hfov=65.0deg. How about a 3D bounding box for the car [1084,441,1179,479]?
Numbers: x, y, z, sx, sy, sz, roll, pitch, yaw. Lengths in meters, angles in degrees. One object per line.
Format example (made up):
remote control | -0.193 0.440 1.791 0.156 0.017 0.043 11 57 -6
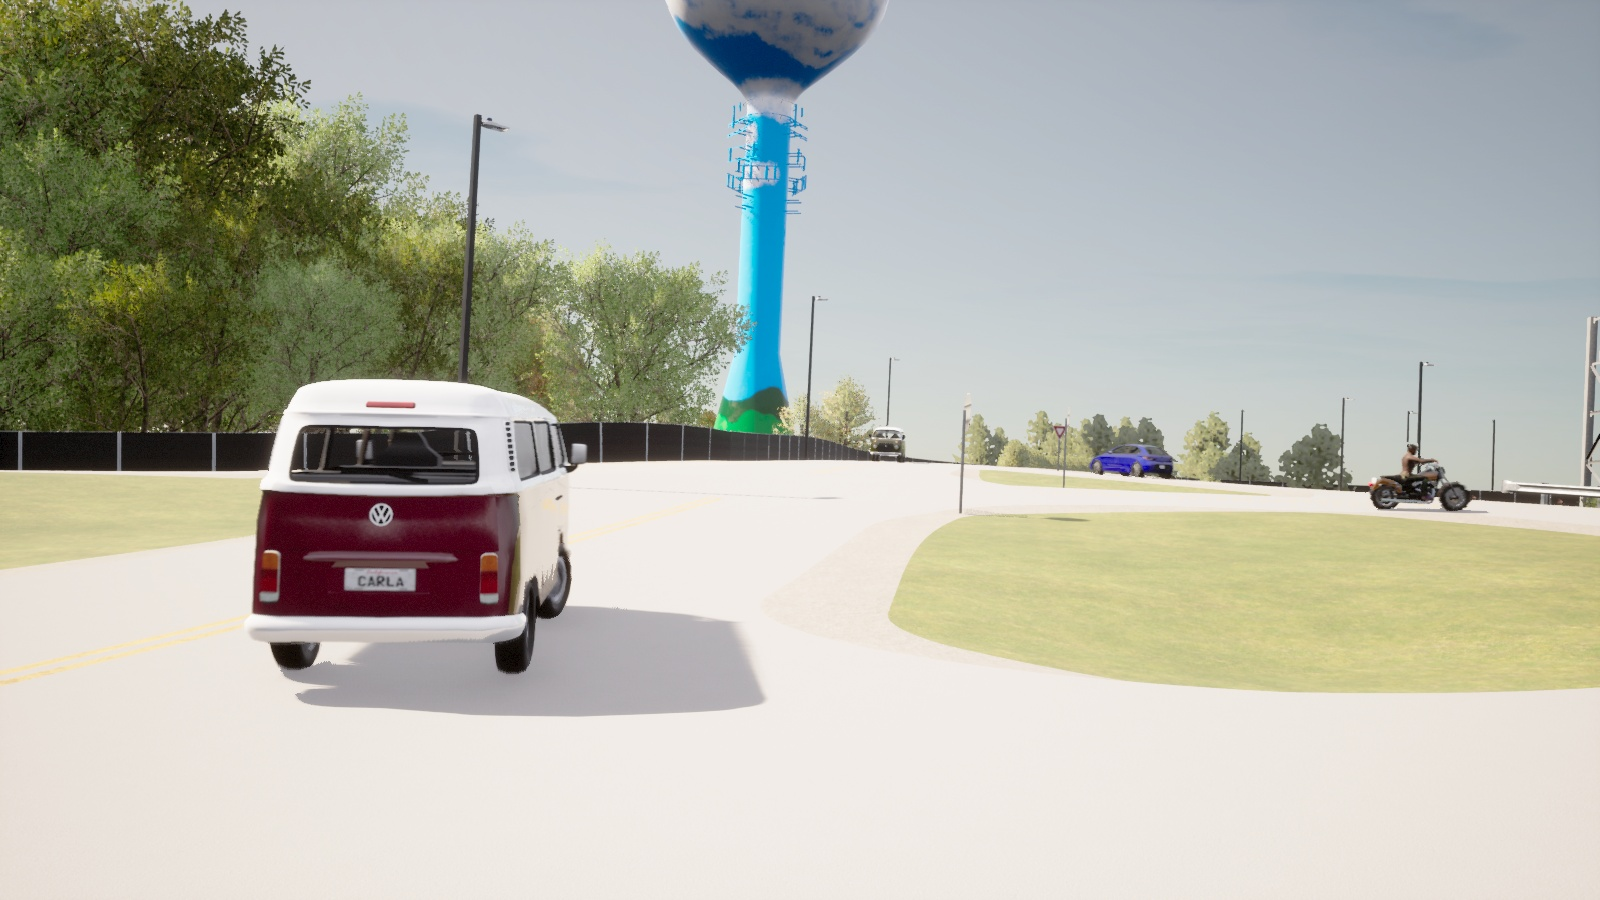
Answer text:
car | 14.783 0.419 56.177 1.816 1.474 4.193 3 0 -24

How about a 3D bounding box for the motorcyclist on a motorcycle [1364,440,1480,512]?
motorcyclist on a motorcycle | 14.972 0.612 30.260 2.350 1.649 0.766 1 1 4

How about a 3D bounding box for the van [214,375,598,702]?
van | -2.831 0.522 10.150 2.069 2.038 4.480 1 1 -6

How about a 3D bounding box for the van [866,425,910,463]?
van | 5.115 -0.329 72.459 2.069 2.038 4.480 2 0 8
